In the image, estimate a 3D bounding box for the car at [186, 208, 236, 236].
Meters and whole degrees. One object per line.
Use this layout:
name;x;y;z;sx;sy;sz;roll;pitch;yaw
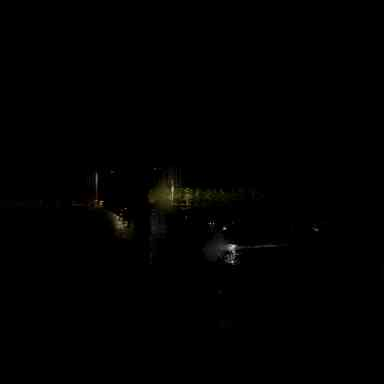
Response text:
car;1.013;1.724;20.129;2.128;1.511;4.902;0;-1;-17

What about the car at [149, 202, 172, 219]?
car;-3.488;1.802;34.408;2.097;1.767;4.553;0;-1;-17

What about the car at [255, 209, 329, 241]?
car;5.198;1.667;18.098;1.882;1.535;5.008;-1;-1;-17

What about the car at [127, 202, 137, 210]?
car;-9.246;2.281;52.973;1.812;1.442;4.674;0;-1;-18
